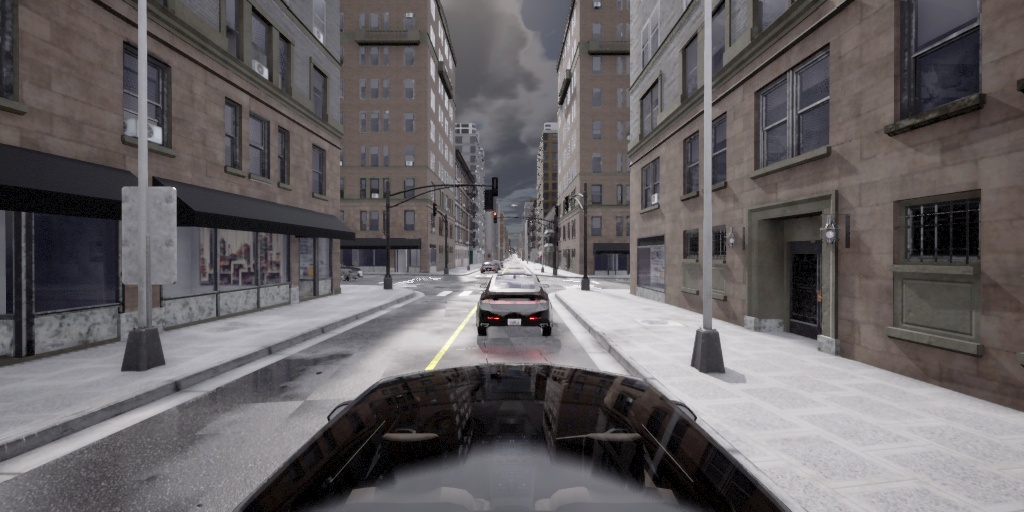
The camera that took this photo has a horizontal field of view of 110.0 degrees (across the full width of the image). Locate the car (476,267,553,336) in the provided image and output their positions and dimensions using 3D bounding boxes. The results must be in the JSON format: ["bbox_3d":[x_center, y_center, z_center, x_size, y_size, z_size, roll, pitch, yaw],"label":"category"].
[{"bbox_3d":[0.074,1.243,10.348,2.128,1.511,4.902,0,0,1],"label":"car"}]

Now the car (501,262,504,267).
[{"bbox_3d":[-2.625,1.334,53.955,1.837,1.490,4.892,0,0,0],"label":"car"}]

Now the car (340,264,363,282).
[{"bbox_3d":[-13.493,1.087,26.252,4.902,1.511,2.128,1,0,0],"label":"car"}]

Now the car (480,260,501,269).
[{"bbox_3d":[-2.719,1.372,44.002,1.994,1.385,4.181,0,0,1],"label":"car"}]
